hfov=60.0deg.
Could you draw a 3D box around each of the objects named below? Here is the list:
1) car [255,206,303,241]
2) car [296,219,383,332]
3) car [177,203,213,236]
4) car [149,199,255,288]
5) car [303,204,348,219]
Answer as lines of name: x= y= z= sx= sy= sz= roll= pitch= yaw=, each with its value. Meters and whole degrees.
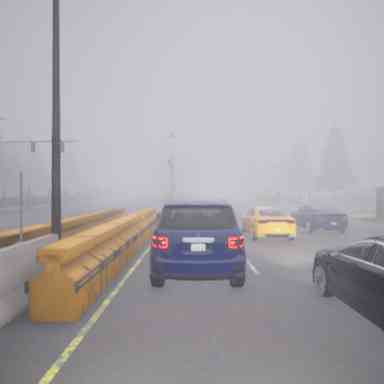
car: x=3.661 y=1.443 z=16.559 sx=1.882 sy=1.535 sz=5.008 roll=0 pitch=0 yaw=0
car: x=3.617 y=1.478 z=5.583 sx=2.128 sy=1.511 sz=4.902 roll=0 pitch=0 yaw=0
car: x=0.171 y=1.465 z=19.178 sx=1.837 sy=1.490 sz=4.892 roll=0 pitch=0 yaw=0
car: x=0.136 y=1.201 z=9.329 sx=2.150 sy=2.045 sz=5.566 roll=0 pitch=0 yaw=0
car: x=7.171 y=1.438 z=19.262 sx=1.882 sy=1.535 sz=5.008 roll=0 pitch=0 yaw=0
